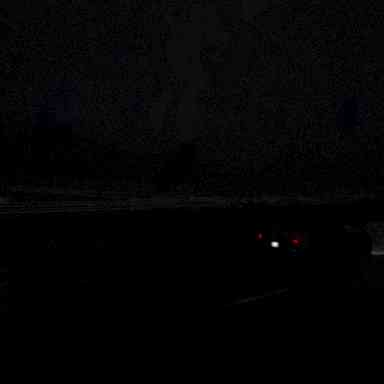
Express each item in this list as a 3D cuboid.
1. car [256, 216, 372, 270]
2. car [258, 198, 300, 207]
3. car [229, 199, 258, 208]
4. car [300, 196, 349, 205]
[{"bbox_3d":[4.072,1.502,10.950,4.181,1.385,1.994,0,0,-35],"label":"car"},{"bbox_3d":[8.947,1.333,31.866,4.892,1.490,1.837,-1,0,-35],"label":"car"},{"bbox_3d":[5.984,1.437,34.053,4.718,1.301,1.895,0,0,-35],"label":"car"},{"bbox_3d":[12.247,1.169,29.920,4.553,1.767,2.097,0,0,-35],"label":"car"}]
